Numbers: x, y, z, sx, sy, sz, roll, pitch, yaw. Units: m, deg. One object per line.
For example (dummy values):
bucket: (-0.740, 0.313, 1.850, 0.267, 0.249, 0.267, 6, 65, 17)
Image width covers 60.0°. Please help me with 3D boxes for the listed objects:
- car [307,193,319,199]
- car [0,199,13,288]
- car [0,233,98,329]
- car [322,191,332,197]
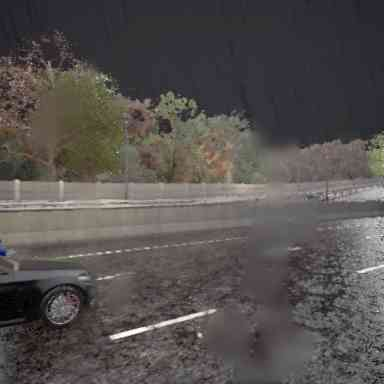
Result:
car: (27.393, 0.941, 75.508, 1.895, 1.301, 4.718, 0, 1, 32)
car: (-7.182, 1.219, 7.223, 5.566, 2.045, 2.150, 0, 0, -35)
car: (-3.888, 1.526, 5.273, 4.674, 1.442, 1.812, 0, 0, -35)
car: (35.824, 0.428, 88.430, 2.128, 1.511, 4.902, 0, 2, 34)
